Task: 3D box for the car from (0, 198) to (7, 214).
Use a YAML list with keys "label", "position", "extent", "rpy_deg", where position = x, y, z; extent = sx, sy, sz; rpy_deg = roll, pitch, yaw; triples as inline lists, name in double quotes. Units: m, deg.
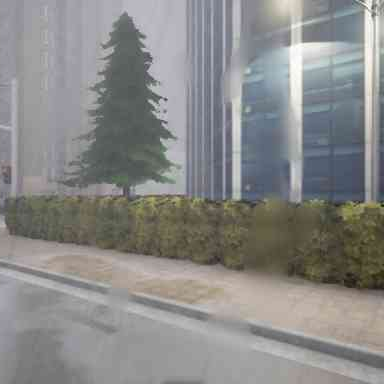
- label: "car"
  position: [-18.878, 1.352, 32.090]
  extent: [2.097, 1.767, 4.553]
  rpy_deg: [0, 0, 36]
